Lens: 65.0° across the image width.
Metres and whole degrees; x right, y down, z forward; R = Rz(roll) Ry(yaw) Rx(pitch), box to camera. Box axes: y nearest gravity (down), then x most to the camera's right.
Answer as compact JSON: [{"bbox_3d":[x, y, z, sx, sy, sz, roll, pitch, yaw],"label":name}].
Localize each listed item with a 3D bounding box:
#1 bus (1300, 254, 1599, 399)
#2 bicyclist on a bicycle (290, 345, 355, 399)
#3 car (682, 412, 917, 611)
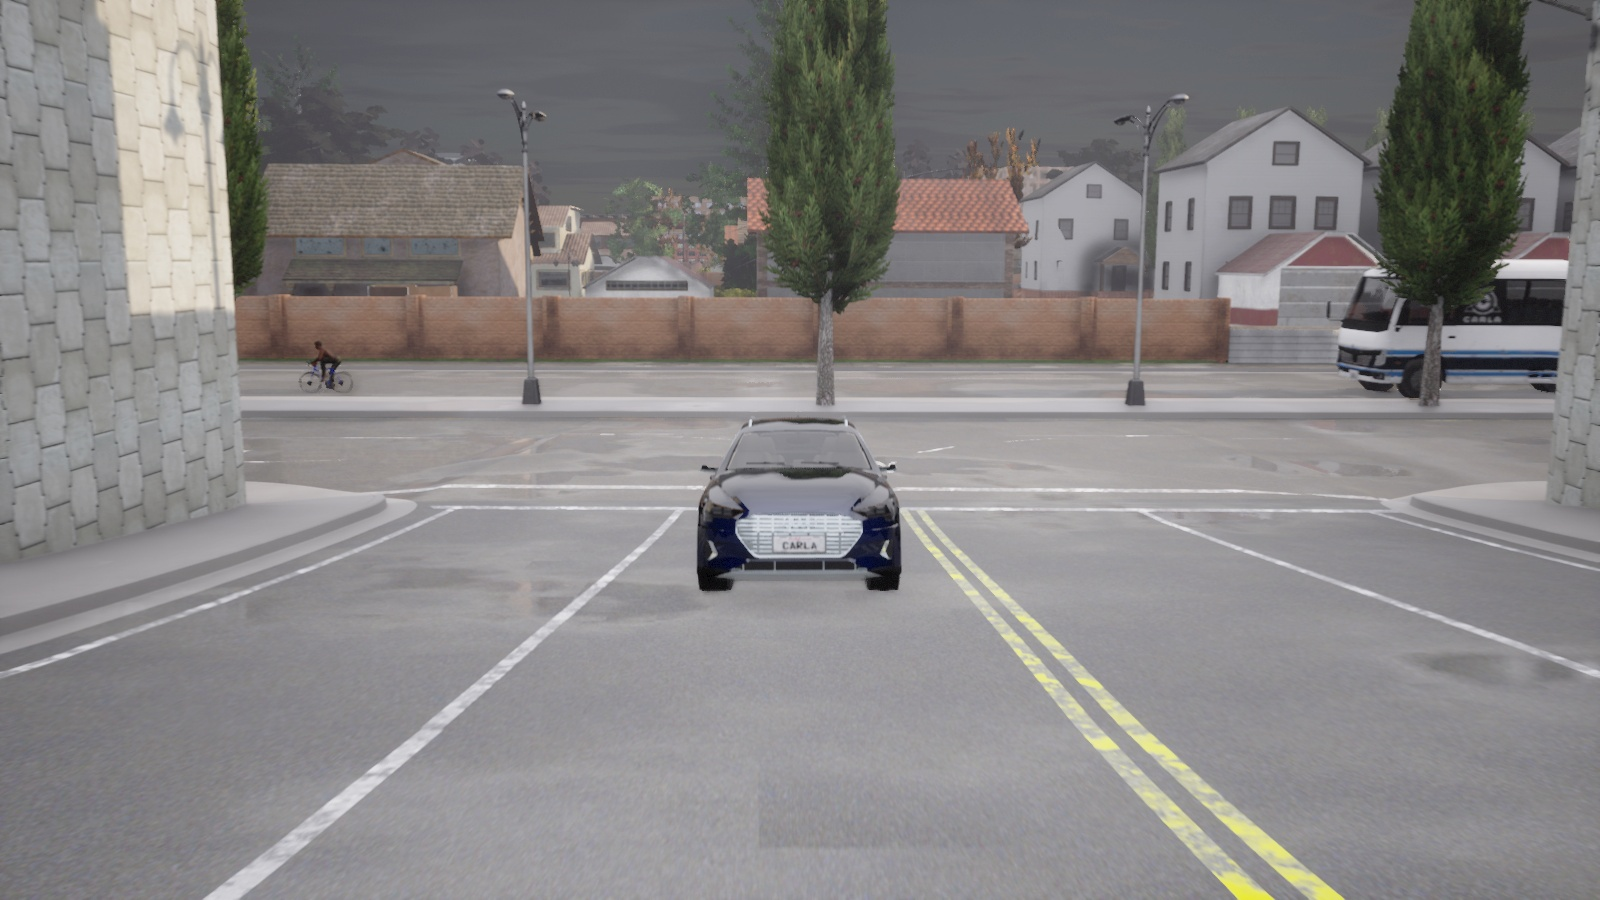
[{"bbox_3d":[21.692,-3.977,39.372,10.273,4.253,3.944,0,9,-1],"label":"bus"},{"bbox_3d":[-14.726,-2.407,38.748,1.656,1.620,0.582,-1,9,-1],"label":"bicyclist on a bicycle"},{"bbox_3d":[-0.006,0.464,13.357,2.033,1.649,4.856,-1,2,0],"label":"car"}]
